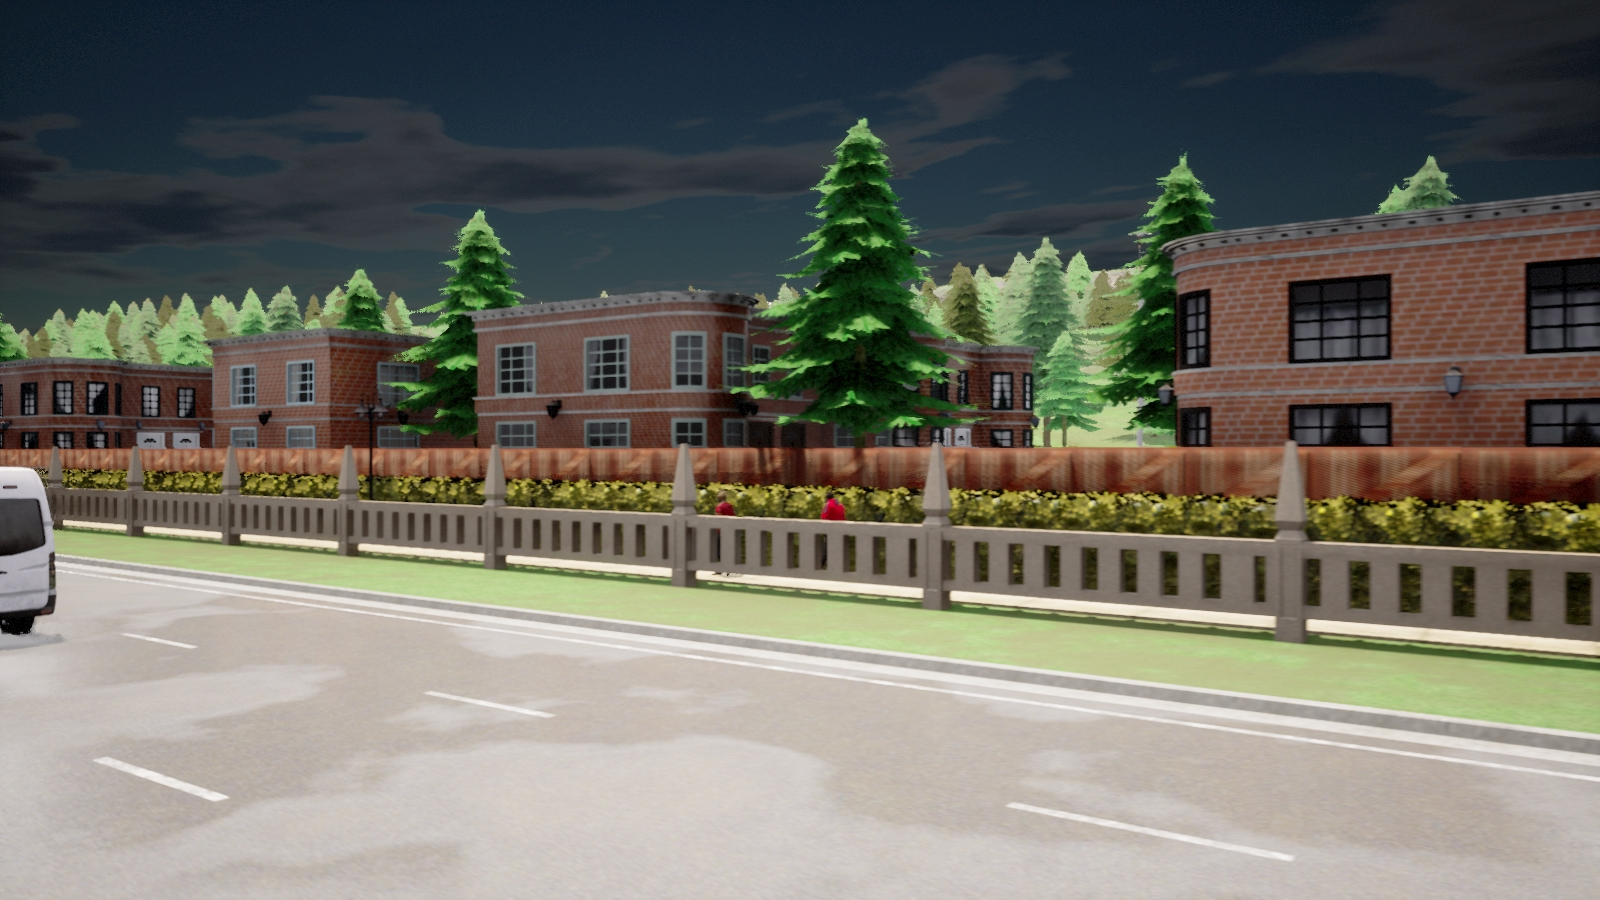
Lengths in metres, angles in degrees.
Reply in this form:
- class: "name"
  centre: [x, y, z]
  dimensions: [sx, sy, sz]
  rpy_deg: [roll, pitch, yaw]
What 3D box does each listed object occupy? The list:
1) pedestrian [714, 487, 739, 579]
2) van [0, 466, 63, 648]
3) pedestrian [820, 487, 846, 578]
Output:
- class: "pedestrian"
  centre: [-1.513, 1.703, 23.555]
  dimensions: [0.375, 1.860, 0.375]
  rpy_deg: [0, 0, 35]
- class: "van"
  centre: [-13.891, 1.536, 17.780]
  dimensions: [5.915, 2.561, 1.988]
  rpy_deg: [0, 0, 35]
- class: "pedestrian"
  centre: [0.686, 1.702, 23.766]
  dimensions: [0.375, 1.860, 0.375]
  rpy_deg: [0, 0, 37]
